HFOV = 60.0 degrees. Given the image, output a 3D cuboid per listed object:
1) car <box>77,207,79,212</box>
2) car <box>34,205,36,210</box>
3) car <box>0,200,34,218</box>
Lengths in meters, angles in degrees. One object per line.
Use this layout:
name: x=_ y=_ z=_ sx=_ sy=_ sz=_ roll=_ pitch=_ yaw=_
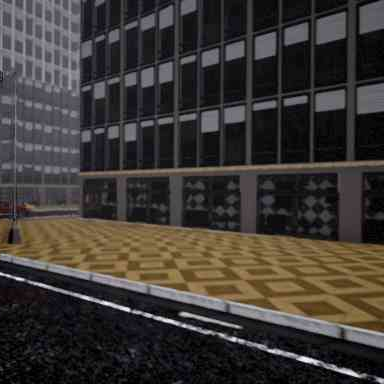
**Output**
car: x=-12.114 y=2.039 z=42.078 sx=1.752 sy=1.417 sz=4.829 roll=0 pitch=0 yaw=36
car: x=-22.410 y=1.904 z=42.227 sx=1.752 sy=1.417 sz=4.829 roll=0 pitch=0 yaw=36
car: x=-18.900 y=1.730 z=32.858 sx=2.192 sy=1.841 sz=5.009 roll=0 pitch=0 yaw=36
